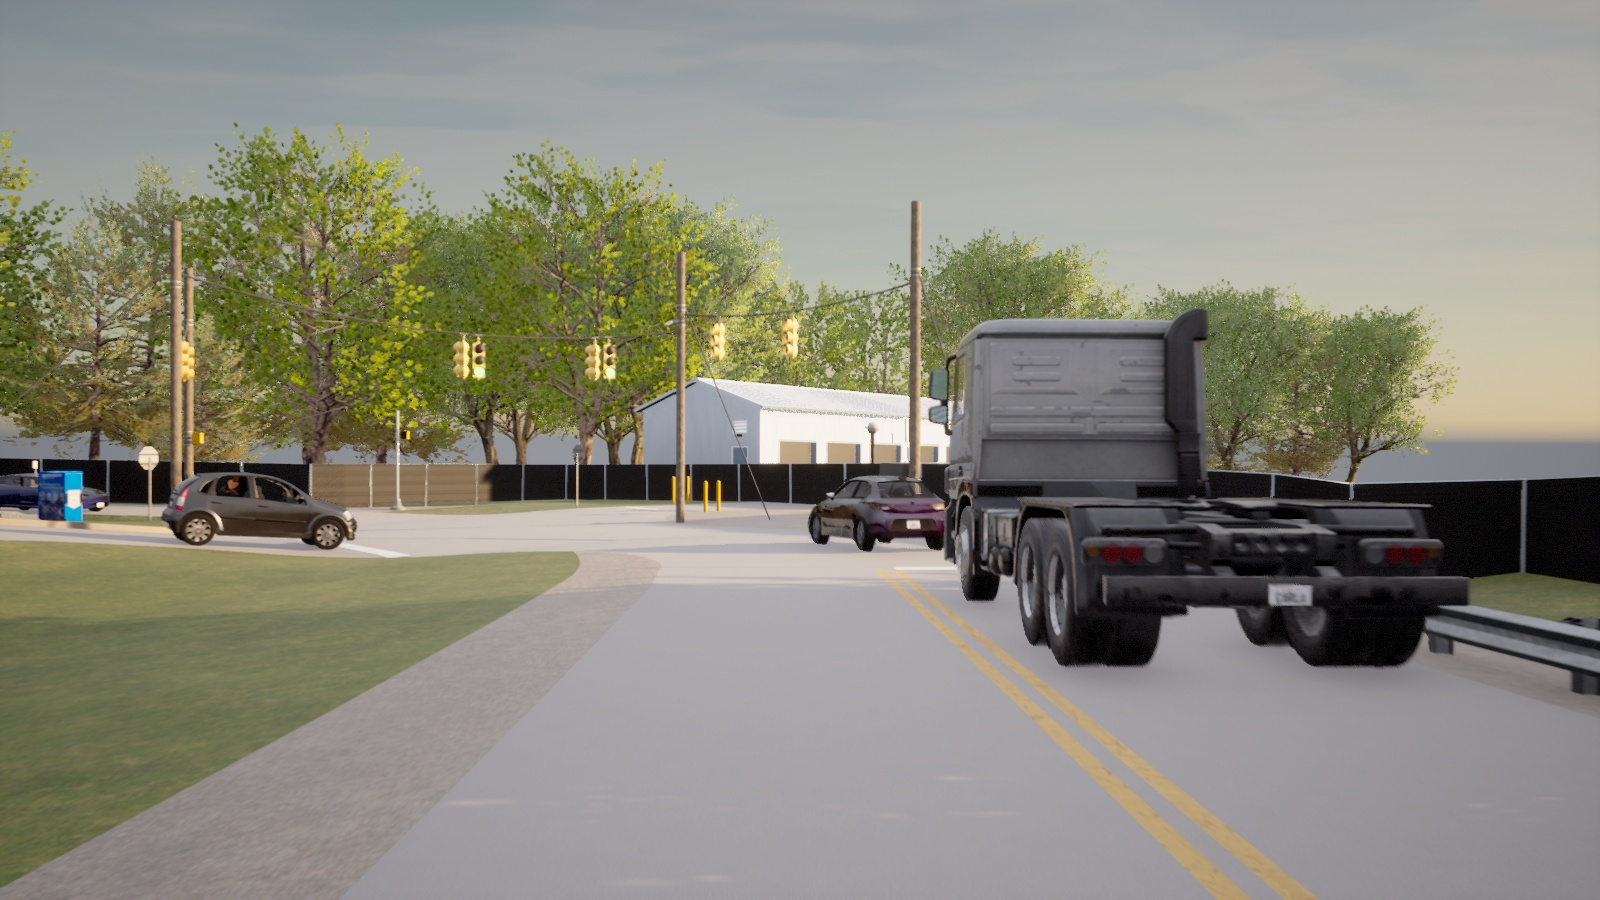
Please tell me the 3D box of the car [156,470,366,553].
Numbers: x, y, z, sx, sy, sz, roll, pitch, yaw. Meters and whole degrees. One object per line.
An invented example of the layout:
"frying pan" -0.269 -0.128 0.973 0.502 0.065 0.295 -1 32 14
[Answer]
"car" -12.128 1.397 28.331 3.988 1.617 1.851 5 -2 -33

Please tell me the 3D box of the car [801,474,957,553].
"car" 1.535 1.266 26.175 1.816 1.474 4.193 0 -1 -18

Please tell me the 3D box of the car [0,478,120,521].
"car" -29.138 1.877 48.346 4.792 1.488 2.163 1 1 6

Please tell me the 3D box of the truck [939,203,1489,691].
"truck" 3.382 0.033 12.897 2.891 3.462 7.936 0 -1 -1
